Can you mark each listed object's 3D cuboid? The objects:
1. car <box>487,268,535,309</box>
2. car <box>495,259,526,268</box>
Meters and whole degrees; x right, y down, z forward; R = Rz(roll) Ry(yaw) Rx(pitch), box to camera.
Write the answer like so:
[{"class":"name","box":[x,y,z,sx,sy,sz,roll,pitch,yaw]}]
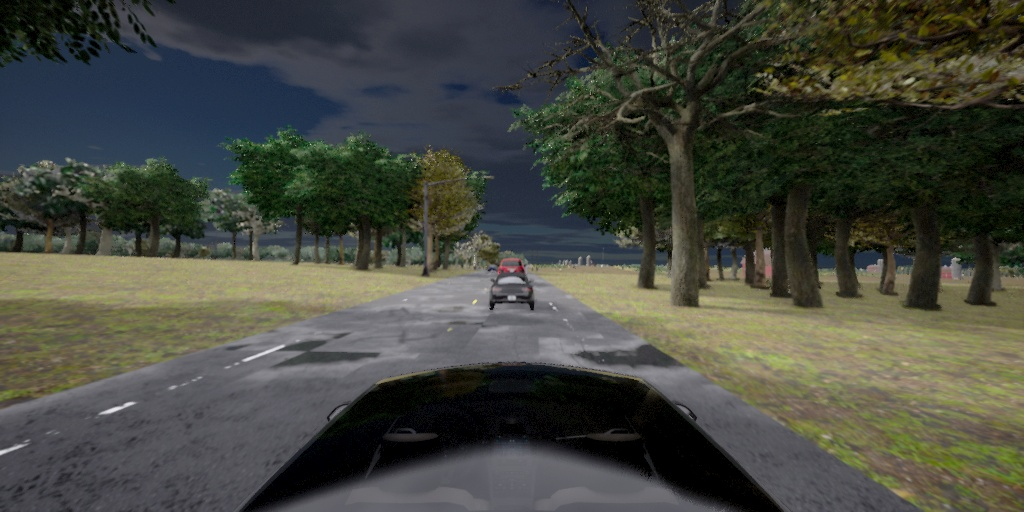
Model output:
[{"class":"car","box":[0.011,1.427,15.753,1.812,1.442,4.674,0,0,0]},{"class":"car","box":[-0.008,1.268,29.439,2.150,2.045,5.566,0,0,0]}]
